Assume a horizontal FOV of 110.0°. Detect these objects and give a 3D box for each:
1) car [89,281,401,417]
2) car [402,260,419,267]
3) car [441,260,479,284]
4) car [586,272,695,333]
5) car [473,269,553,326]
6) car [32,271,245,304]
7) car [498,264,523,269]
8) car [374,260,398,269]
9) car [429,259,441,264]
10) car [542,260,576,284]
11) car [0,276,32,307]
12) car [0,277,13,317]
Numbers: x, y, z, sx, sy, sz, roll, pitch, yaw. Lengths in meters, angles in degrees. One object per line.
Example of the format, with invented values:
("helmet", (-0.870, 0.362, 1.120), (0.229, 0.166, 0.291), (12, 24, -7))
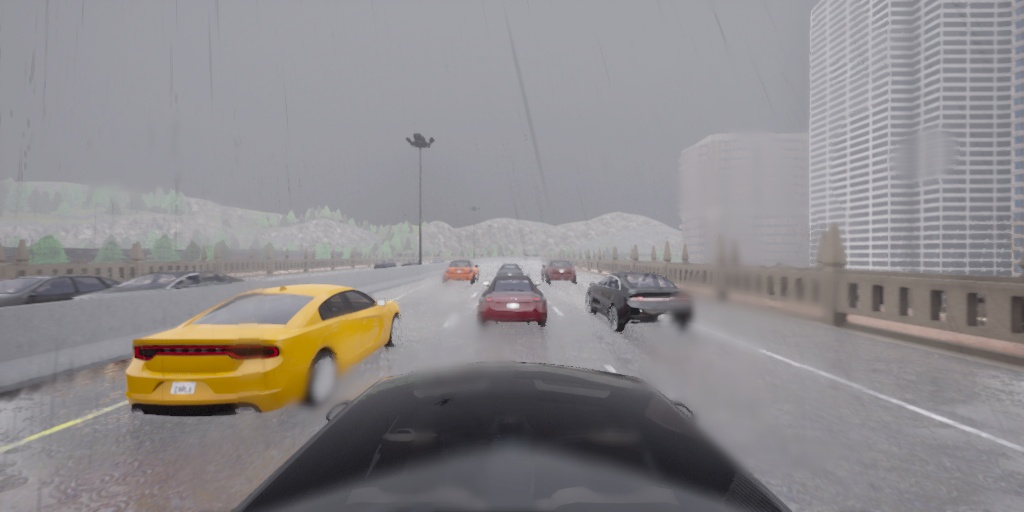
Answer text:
("car", (-3.444, 1.222, 6.219), (1.882, 1.535, 5.008), (0, 0, 0))
("car", (-14.527, 1.268, 52.134), (1.895, 1.301, 4.718), (0, 0, 0))
("car", (-3.618, 1.058, 26.635), (2.097, 1.767, 4.553), (0, 0, -1))
("car", (3.525, 1.222, 10.699), (2.128, 1.511, 4.902), (0, 0, 0))
("car", (0.016, 1.296, 11.600), (1.994, 1.385, 4.181), (0, 0, 0))
("car", (-10.671, 1.232, 11.252), (2.128, 1.511, 4.902), (0, 0, -1))
("car", (-0.126, 1.266, 27.461), (1.994, 1.385, 4.181), (0, 0, -1))
("car", (-18.016, 1.272, 51.303), (1.895, 1.301, 4.718), (0, 0, 0))
("car", (-11.038, 1.210, 53.111), (2.033, 1.411, 5.357), (0, 0, 0))
("car", (3.382, 1.053, 26.599), (2.097, 1.767, 4.553), (0, 0, -1))
("car", (-14.169, 1.291, 10.905), (2.033, 1.411, 5.357), (0, 0, -1))
("car", (-17.657, 1.349, 9.649), (1.895, 1.301, 4.718), (0, 0, -1))
